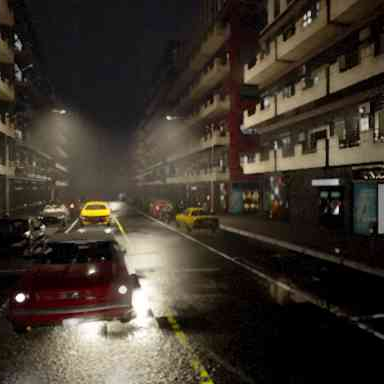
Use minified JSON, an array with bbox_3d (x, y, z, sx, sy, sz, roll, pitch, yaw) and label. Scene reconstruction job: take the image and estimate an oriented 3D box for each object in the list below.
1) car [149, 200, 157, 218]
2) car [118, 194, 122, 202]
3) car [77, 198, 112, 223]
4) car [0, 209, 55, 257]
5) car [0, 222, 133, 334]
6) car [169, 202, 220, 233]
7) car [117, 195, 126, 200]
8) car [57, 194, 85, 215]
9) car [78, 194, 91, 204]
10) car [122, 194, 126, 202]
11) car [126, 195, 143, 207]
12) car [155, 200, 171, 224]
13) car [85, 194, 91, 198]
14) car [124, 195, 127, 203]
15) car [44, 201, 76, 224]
[{"bbox_3d":[-2.755,1.418,30.328,1.967,1.590,4.097,-1,0,-15],"label":"car"},{"bbox_3d":[-14.635,1.394,73.541,1.967,1.590,4.097,-1,0,-15],"label":"car"},{"bbox_3d":[-6.629,1.462,23.000,1.882,1.535,5.008,0,0,-15],"label":"car"},{"bbox_3d":[-6.386,1.544,11.930,2.008,1.369,4.403,-1,0,-15],"label":"car"},{"bbox_3d":[-2.336,1.596,7.019,1.895,1.301,4.718,0,0,-15],"label":"car"},{"bbox_3d":[0.171,1.510,19.689,1.752,1.417,4.829,-1,0,-15],"label":"car"},{"bbox_3d":[-19.088,1.498,89.746,2.008,1.369,4.403,-1,0,-15],"label":"car"},{"bbox_3d":[-12.330,1.294,33.535,2.192,1.841,5.009,-1,0,-15],"label":"car"},{"bbox_3d":[-21.240,1.276,65.945,2.192,1.841,5.009,-1,0,-15],"label":"car"},{"bbox_3d":[-11.709,1.485,62.902,1.752,1.417,4.829,-1,0,-15],"label":"car"},{"bbox_3d":[-8.693,1.531,51.934,1.947,1.339,4.313,-1,0,-15],"label":"car"},{"bbox_3d":[-1.268,1.547,24.926,1.947,1.339,4.313,-1,0,-15],"label":"car"},{"bbox_3d":[-19.752,1.514,60.544,2.008,1.369,4.403,-1,0,-15],"label":"car"},{"bbox_3d":[-10.179,1.513,57.337,2.008,1.369,4.403,-1,0,-15],"label":"car"},{"bbox_3d":[-9.356,1.536,22.733,2.008,1.369,4.403,-1,0,-15],"label":"car"}]
